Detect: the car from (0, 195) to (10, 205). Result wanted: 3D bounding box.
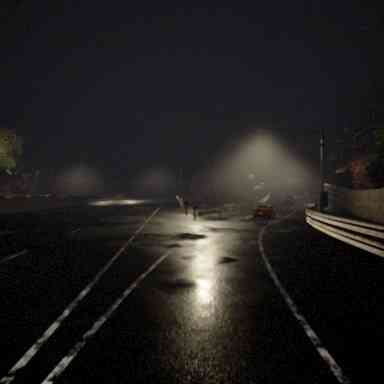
[{"bbox_3d":[-31.285,1.312,53.254,1.837,1.490,4.892,0,0,-3],"label":"car"}]

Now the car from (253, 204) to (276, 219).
[{"bbox_3d":[7.983,2.126,36.469,1.882,1.535,5.008,1,-1,22],"label":"car"}]

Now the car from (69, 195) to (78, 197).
[{"bbox_3d":[-25.234,1.354,70.781,2.128,1.511,4.902,0,0,-3],"label":"car"}]

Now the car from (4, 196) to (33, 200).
[{"bbox_3d":[-27.762,1.322,52.738,2.128,1.511,4.902,0,0,-3],"label":"car"}]

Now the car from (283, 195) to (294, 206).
[{"bbox_3d":[18.947,1.958,65.658,1.812,1.442,4.674,1,3,17],"label":"car"}]

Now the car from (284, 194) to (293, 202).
[{"bbox_3d":[21.907,1.352,75.312,1.837,1.490,4.892,1,4,15],"label":"car"}]

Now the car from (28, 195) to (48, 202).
[{"bbox_3d":[-32.169,1.338,69.428,2.128,1.511,4.902,0,0,-3],"label":"car"}]

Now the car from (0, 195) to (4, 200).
[{"bbox_3d":[-23.419,1.374,37.189,1.812,1.442,4.674,0,0,-3],"label":"car"}]

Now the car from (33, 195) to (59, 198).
[{"bbox_3d":[-24.373,1.345,55.101,2.128,1.511,4.902,0,0,-3],"label":"car"}]
